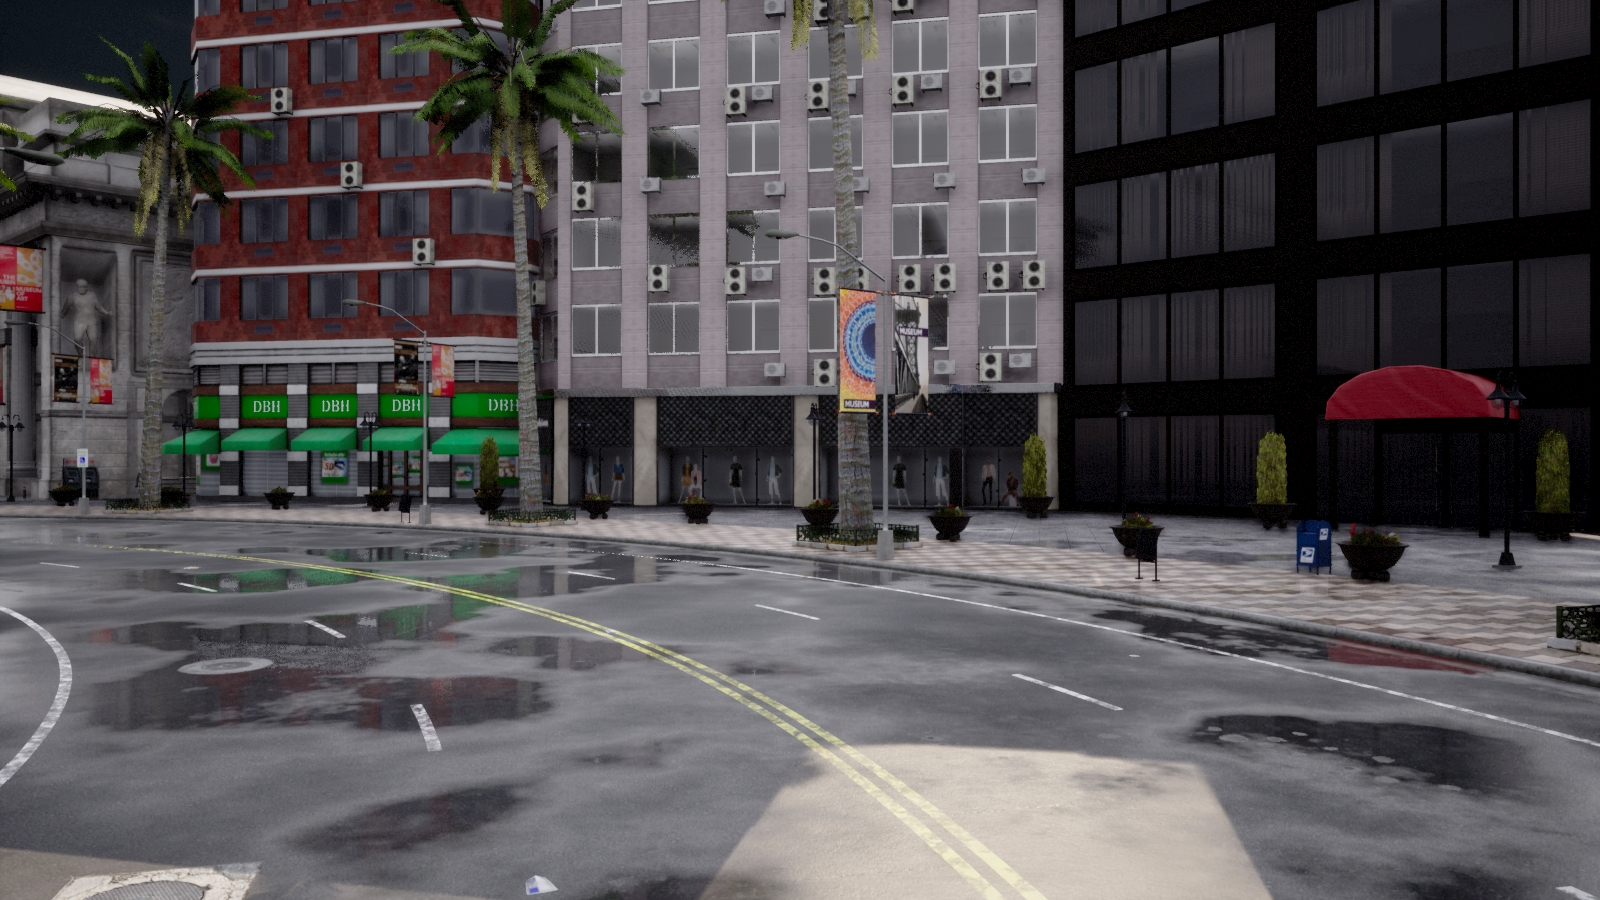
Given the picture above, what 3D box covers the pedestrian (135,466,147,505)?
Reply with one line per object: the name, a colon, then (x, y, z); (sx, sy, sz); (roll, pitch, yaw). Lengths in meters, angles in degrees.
pedestrian: (-31.436, 1.703, 54.502); (0.375, 1.860, 0.375); (0, 0, 13)
